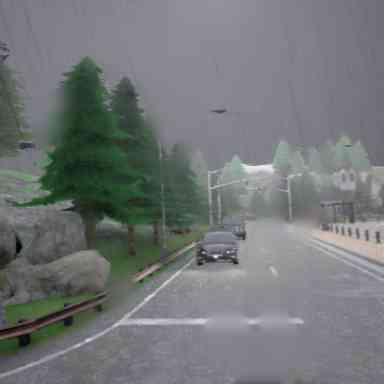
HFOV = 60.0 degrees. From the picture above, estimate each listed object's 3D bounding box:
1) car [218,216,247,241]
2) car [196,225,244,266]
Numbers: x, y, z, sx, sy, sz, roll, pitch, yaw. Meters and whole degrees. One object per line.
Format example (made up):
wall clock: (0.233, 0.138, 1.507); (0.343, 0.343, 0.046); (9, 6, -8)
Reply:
car: (3.543, 3.108, 28.729); (2.150, 2.045, 5.566); (-4, -4, 10)
car: (1.409, 2.639, 16.491); (1.837, 1.490, 4.892); (-4, -4, 10)
